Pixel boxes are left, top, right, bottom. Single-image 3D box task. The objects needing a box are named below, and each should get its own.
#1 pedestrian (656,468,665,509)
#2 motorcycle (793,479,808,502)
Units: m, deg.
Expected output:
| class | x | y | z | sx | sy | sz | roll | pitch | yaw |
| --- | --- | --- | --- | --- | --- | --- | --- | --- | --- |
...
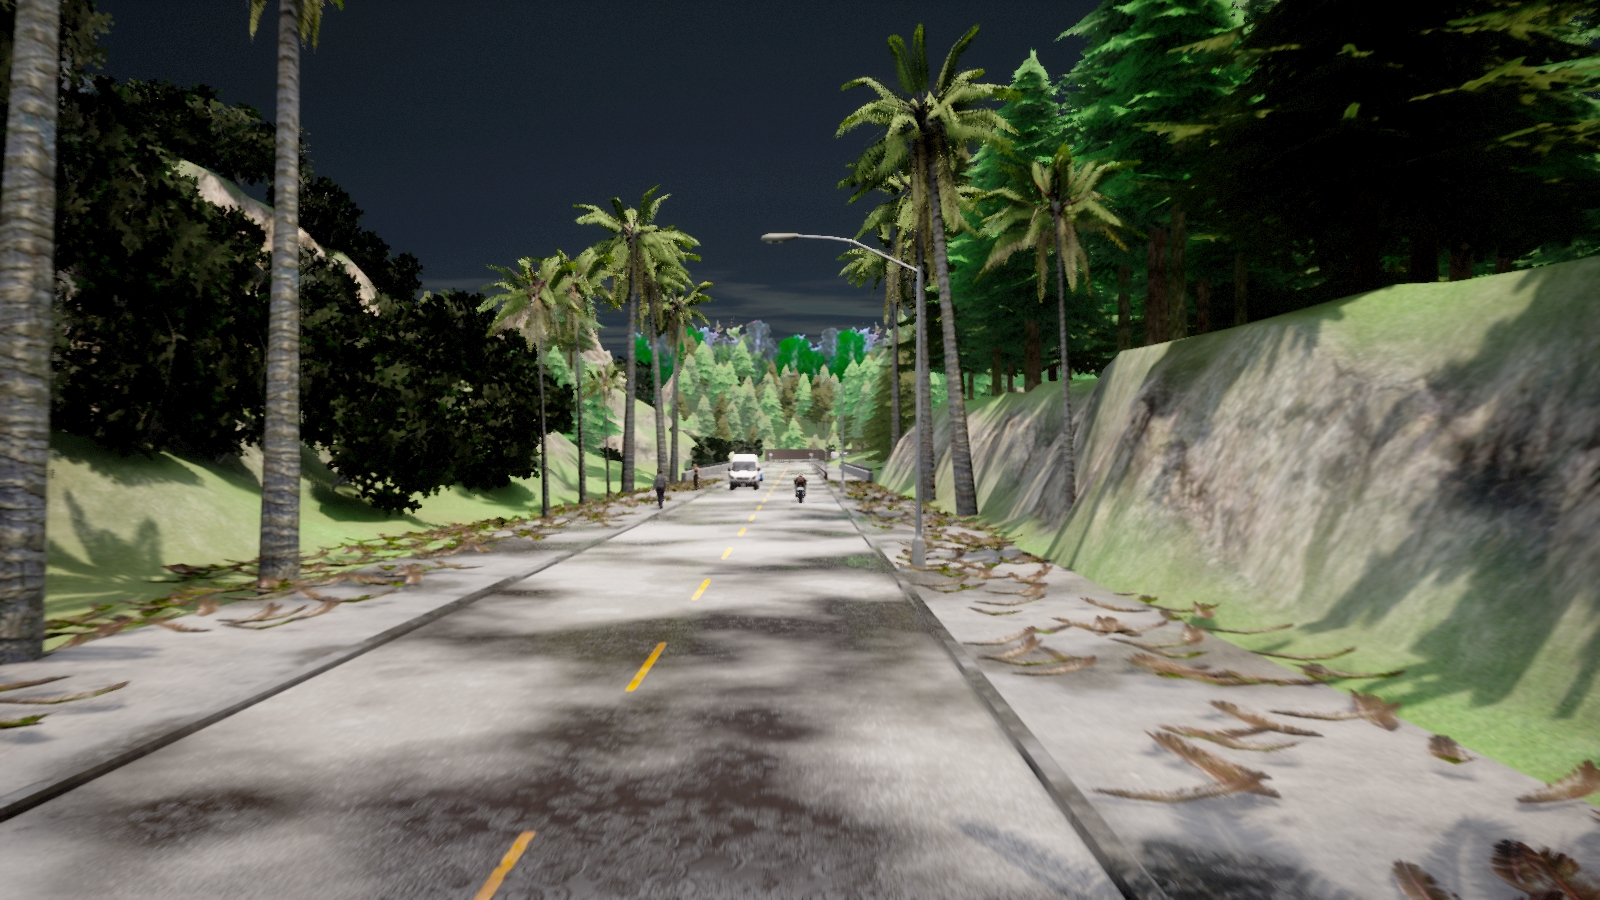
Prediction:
| class | x | y | z | sx | sy | sz | roll | pitch | yaw |
| --- | --- | --- | --- | --- | --- | --- | --- | --- | --- |
| pedestrian | -6.421 | 1.780 | 52.604 | 0.375 | 1.860 | 0.375 | 0 | 0 | -2 |
| motorcycle | 0.031 | 2.250 | 63.748 | 0.867 | 1.251 | 2.209 | 0 | 0 | 0 |
